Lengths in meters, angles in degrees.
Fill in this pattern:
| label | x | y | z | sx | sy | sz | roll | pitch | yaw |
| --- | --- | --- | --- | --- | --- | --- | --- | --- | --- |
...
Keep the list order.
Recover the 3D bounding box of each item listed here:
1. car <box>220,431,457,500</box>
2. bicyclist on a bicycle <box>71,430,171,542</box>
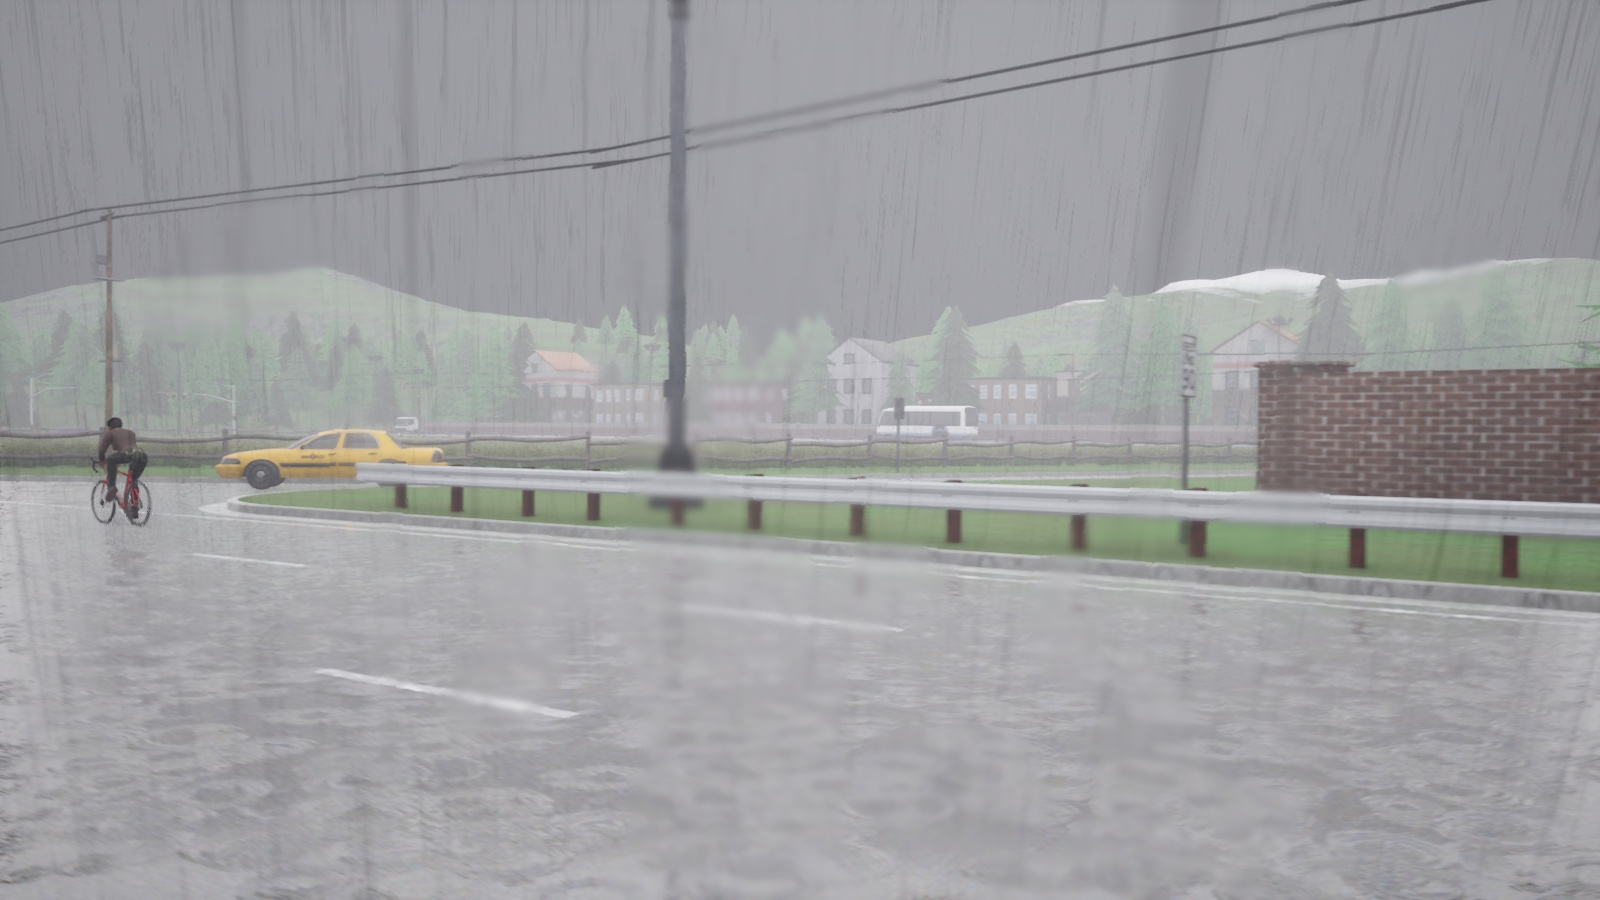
| label | x | y | z | sx | sy | sz | roll | pitch | yaw |
| --- | --- | --- | --- | --- | --- | --- | --- | --- | --- |
| car | -11.313 | 0.347 | 31.196 | 5.366 | 1.575 | 1.801 | -1 | 1 | -15 |
| bicyclist on a bicycle | -10.159 | 0.520 | 18.774 | 1.656 | 1.620 | 0.582 | -1 | 1 | 34 |
